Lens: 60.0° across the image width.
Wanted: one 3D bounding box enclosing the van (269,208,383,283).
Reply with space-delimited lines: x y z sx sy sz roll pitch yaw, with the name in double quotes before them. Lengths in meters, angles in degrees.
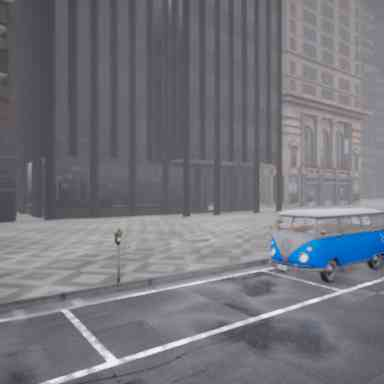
"van" 3.954 1.358 9.473 3.998 1.788 1.690 0 0 -36
